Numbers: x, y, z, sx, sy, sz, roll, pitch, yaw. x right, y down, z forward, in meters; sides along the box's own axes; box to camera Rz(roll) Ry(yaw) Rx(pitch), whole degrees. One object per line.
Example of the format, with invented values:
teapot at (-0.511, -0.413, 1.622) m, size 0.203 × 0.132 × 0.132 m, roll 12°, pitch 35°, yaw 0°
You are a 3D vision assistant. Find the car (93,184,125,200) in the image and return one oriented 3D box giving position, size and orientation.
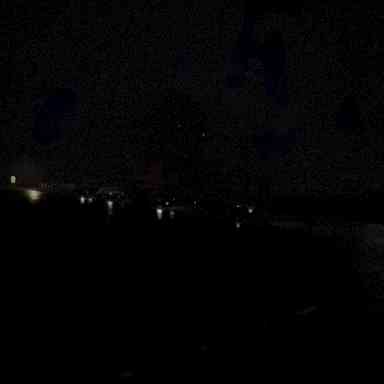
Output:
car at (-9.284, 0.092, 37.739) m, size 1.812 × 1.442 × 4.674 m, roll -1°, pitch 2°, yaw -35°

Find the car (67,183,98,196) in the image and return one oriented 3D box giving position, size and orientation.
car at (-15.308, -0.310, 46.219) m, size 2.128 × 1.511 × 4.902 m, roll -1°, pitch 2°, yaw -34°

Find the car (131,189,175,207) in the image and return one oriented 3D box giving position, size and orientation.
car at (-3.596, 0.466, 29.808) m, size 2.033 × 1.411 × 5.357 m, roll -1°, pitch 2°, yaw -36°

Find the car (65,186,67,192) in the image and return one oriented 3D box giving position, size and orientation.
car at (-21.089, -0.812, 59.225) m, size 1.882 × 1.535 × 5.008 m, roll -1°, pitch 2°, yaw -36°

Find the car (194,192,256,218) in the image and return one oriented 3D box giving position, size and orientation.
car at (2.087, 0.771, 21.887) m, size 2.128 × 1.511 × 4.902 m, roll -1°, pitch 2°, yaw -36°

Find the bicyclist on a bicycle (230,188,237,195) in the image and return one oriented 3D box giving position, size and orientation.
bicyclist on a bicycle at (3.641, 0.484, 29.987) m, size 1.656 × 1.620 × 0.582 m, roll 0°, pitch 2°, yaw -36°
